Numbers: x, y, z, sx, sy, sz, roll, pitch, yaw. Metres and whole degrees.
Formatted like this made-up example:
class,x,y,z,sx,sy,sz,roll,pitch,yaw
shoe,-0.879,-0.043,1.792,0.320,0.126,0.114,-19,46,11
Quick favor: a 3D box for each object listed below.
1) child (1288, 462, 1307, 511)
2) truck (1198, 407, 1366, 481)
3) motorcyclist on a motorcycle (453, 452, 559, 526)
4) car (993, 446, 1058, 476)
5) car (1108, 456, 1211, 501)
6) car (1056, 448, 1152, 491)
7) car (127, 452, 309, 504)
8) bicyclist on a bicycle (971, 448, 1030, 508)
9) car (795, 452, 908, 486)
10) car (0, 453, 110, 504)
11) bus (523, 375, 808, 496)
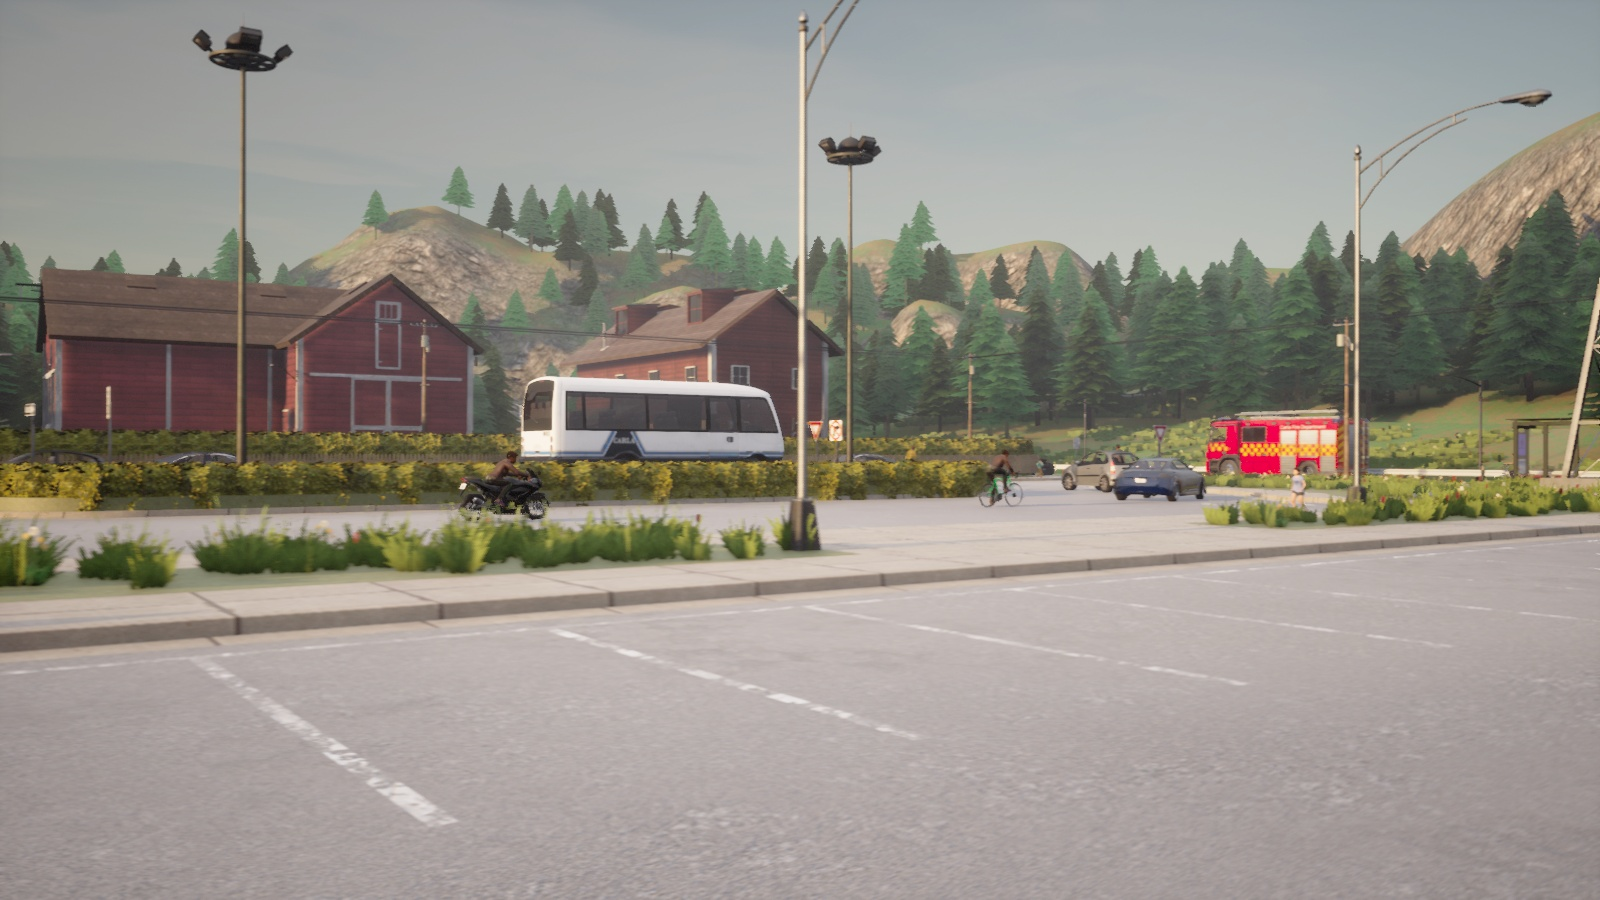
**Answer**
class,x,y,z,sx,sy,sz,roll,pitch,yaw
child,11.316,0.826,28.567,0.394,1.110,0.255,0,0,-40
truck,26.355,-0.306,69.151,2.891,3.827,8.468,0,0,-34
motorcyclist on a motorcycle,-6.230,0.805,26.678,2.044,1.523,0.797,0,0,-35
car,14.457,0.708,80.620,1.905,1.878,3.866,0,0,-34
car,11.700,0.884,40.727,1.994,1.385,4.181,0,0,34
car,11.921,0.739,49.480,1.851,1.617,3.988,0,0,-19
car,-18.260,0.837,39.487,4.902,1.511,2.128,0,0,-34
bicyclist on a bicycle,5.558,0.771,34.775,1.656,1.620,0.582,1,-1,-34
car,2.396,0.837,57.715,4.902,1.511,2.128,0,0,-34
car,-24.068,0.872,39.780,3.705,1.549,1.789,0,0,-34
bus,-5.035,-0.502,48.455,10.273,4.253,3.944,0,0,-34
